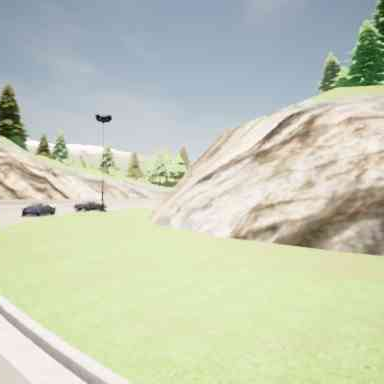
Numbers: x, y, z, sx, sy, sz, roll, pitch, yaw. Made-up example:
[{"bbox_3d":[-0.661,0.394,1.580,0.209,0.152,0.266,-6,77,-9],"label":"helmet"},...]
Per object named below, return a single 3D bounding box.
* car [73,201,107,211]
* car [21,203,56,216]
[{"bbox_3d":[-14.148,1.933,46.504,2.033,1.411,5.357,0,-1,23],"label":"car"},{"bbox_3d":[-16.382,1.839,35.769,1.994,1.385,4.181,0,-1,5],"label":"car"}]
